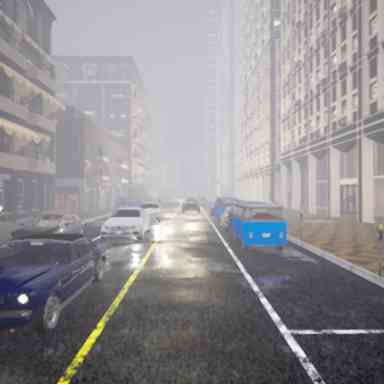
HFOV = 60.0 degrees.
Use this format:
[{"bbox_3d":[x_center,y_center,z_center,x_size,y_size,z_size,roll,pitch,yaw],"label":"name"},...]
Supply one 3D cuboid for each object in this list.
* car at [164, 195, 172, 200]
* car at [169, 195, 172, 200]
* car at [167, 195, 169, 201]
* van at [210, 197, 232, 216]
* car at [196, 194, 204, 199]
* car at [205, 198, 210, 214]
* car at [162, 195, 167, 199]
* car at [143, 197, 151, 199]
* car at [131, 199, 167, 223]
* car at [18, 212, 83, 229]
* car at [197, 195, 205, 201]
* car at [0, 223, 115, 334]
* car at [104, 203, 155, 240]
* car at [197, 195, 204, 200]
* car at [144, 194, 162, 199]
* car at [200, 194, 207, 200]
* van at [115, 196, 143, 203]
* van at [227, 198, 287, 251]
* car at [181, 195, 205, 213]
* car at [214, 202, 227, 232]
[{"bbox_3d":[-6.196,1.371,87.037,1.887,1.381,4.507,0,0,0],"label":"car"},{"bbox_3d":[-6.128,1.369,75.570,1.752,1.417,4.829,0,0,0],"label":"car"},{"bbox_3d":[-6.061,1.415,64.443,2.008,1.369,4.403,0,0,0],"label":"car"},{"bbox_3d":[2.553,1.268,24.953,1.690,1.788,3.998,0,0,0],"label":"van"},{"bbox_3d":[2.150,1.236,92.734,1.967,1.590,4.097,0,0,0],"label":"car"},{"bbox_3d":[2.519,1.479,30.602,1.947,1.339,4.313,0,0,0],"label":"car"},{"bbox_3d":[-6.028,1.441,58.795,1.947,1.339,4.313,0,0,0],"label":"car"},{"bbox_3d":[-5.894,1.505,36.201,1.802,1.307,4.206,0,0,0],"label":"car"},{"bbox_3d":[-3.139,1.479,25.199,1.812,1.442,4.674,0,0,0],"label":"car"},{"bbox_3d":[-5.760,1.529,13.607,2.008,1.369,4.403,0,0,0],"label":"car"},{"bbox_3d":[2.218,1.378,81.437,1.947,1.339,4.313,0,0,0],"label":"car"},{"bbox_3d":[-3.127,1.590,6.836,1.895,1.301,4.718,0,0,0],"label":"car"},{"bbox_3d":[-3.181,1.489,16.787,1.812,1.442,4.674,0,0,0],"label":"car"},{"bbox_3d":[2.184,1.385,87.087,1.802,1.307,4.206,0,0,0],"label":"car"},{"bbox_3d":[-5.962,1.214,47.497,2.192,1.841,5.009,0,0,0],"label":"car"},{"bbox_3d":[2.285,1.412,70.141,1.802,1.307,4.206,0,0,0],"label":"car"},{"bbox_3d":[-5.861,1.278,30.551,1.690,1.788,3.998,0,0,0],"label":"van"},{"bbox_3d":[2.620,1.297,13.655,1.690,1.788,3.998,0,0,0],"label":"van"},{"bbox_3d":[-0.098,1.403,34.956,2.128,1.511,4.902,0,0,0],"label":"car"},{"bbox_3d":[2.587,1.492,19.305,2.008,1.369,4.403,0,0,0],"label":"car"}]
